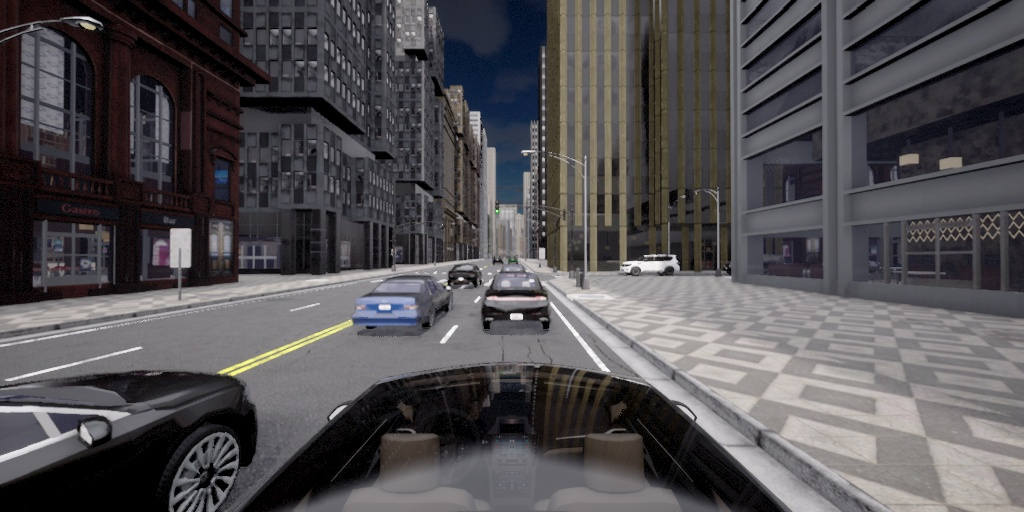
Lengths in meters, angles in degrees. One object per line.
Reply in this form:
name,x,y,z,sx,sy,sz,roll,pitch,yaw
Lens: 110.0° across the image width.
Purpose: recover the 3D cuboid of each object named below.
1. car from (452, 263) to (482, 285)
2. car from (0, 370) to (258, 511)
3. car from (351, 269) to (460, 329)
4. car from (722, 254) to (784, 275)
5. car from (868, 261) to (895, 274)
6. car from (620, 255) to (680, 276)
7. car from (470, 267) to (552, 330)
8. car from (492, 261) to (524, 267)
car,-3.095,1.243,24.326,1.882,1.535,5.008,0,0,0
car,-3.144,1.240,1.173,2.128,1.511,4.902,0,0,0
car,-3.126,1.309,11.316,2.033,1.411,5.357,0,0,0
car,24.161,0.876,35.775,5.566,2.045,2.150,0,0,0
car,34.778,1.161,35.762,5.357,1.411,2.033,0,0,0
car,13.734,0.920,35.774,5.566,2.045,2.150,0,0,0
car,0.122,1.254,11.102,2.128,1.511,4.902,0,0,0
car,0.088,1.259,22.152,2.128,1.511,4.902,0,0,1
